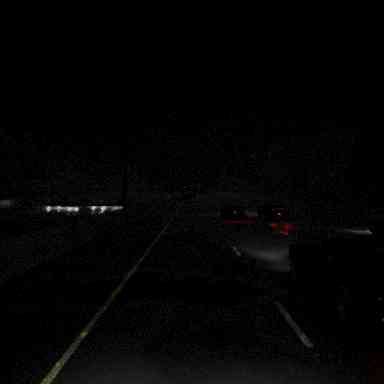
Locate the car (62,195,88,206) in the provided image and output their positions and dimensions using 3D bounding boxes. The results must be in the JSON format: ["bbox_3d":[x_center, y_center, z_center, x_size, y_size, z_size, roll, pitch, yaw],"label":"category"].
[{"bbox_3d":[-17.528,1.373,51.159,2.128,1.511,4.902,0,1,1],"label":"car"}]

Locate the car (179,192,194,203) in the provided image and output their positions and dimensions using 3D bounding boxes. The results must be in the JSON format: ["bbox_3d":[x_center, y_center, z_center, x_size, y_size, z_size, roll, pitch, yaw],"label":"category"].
[{"bbox_3d":[-1.208,0.930,62.028,2.150,2.045,5.566,0,1,0],"label":"car"}]

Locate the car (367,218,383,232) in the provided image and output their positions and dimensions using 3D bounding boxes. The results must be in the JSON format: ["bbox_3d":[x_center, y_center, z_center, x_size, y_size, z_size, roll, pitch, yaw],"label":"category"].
[{"bbox_3d":[10.605,1.637,15.945,2.033,1.411,5.357,0,0,0],"label":"car"}]

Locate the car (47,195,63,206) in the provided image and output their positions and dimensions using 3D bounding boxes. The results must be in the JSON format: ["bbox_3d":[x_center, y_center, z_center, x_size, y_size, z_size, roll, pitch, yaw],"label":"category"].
[{"bbox_3d":[-21.019,1.216,52.385,2.097,1.767,4.553,0,1,1],"label":"car"}]

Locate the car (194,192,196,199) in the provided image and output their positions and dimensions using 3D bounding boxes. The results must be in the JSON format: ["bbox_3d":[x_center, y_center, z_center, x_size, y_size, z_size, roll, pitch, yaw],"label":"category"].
[{"bbox_3d":[0.007,0.655,81.922,2.097,1.767,4.553,0,1,0],"label":"car"}]

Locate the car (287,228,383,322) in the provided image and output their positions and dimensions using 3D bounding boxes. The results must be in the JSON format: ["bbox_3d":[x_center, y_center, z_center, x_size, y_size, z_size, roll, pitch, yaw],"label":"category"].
[{"bbox_3d":[3.603,1.656,7.297,1.895,1.301,4.718,0,0,0],"label":"car"}]

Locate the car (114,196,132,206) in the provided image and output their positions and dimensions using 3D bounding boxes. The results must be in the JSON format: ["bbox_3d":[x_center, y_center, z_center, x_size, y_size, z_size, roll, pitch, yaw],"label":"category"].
[{"bbox_3d":[-10.536,1.401,51.573,1.812,1.442,4.674,0,1,1],"label":"car"}]

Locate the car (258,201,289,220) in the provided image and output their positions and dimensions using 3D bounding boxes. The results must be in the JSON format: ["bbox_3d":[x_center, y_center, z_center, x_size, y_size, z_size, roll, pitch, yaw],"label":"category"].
[{"bbox_3d":[7.109,1.569,29.443,2.128,1.511,4.902,0,0,0],"label":"car"}]

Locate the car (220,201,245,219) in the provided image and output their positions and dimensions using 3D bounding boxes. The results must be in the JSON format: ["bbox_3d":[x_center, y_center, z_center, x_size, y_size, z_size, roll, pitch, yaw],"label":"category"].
[{"bbox_3d":[3.609,1.549,30.546,1.882,1.535,5.008,0,0,0],"label":"car"}]

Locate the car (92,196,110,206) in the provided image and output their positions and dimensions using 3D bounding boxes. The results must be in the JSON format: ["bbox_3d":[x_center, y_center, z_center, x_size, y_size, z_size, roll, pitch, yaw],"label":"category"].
[{"bbox_3d":[-14.036,1.402,51.574,1.812,1.442,4.674,0,1,1],"label":"car"}]
